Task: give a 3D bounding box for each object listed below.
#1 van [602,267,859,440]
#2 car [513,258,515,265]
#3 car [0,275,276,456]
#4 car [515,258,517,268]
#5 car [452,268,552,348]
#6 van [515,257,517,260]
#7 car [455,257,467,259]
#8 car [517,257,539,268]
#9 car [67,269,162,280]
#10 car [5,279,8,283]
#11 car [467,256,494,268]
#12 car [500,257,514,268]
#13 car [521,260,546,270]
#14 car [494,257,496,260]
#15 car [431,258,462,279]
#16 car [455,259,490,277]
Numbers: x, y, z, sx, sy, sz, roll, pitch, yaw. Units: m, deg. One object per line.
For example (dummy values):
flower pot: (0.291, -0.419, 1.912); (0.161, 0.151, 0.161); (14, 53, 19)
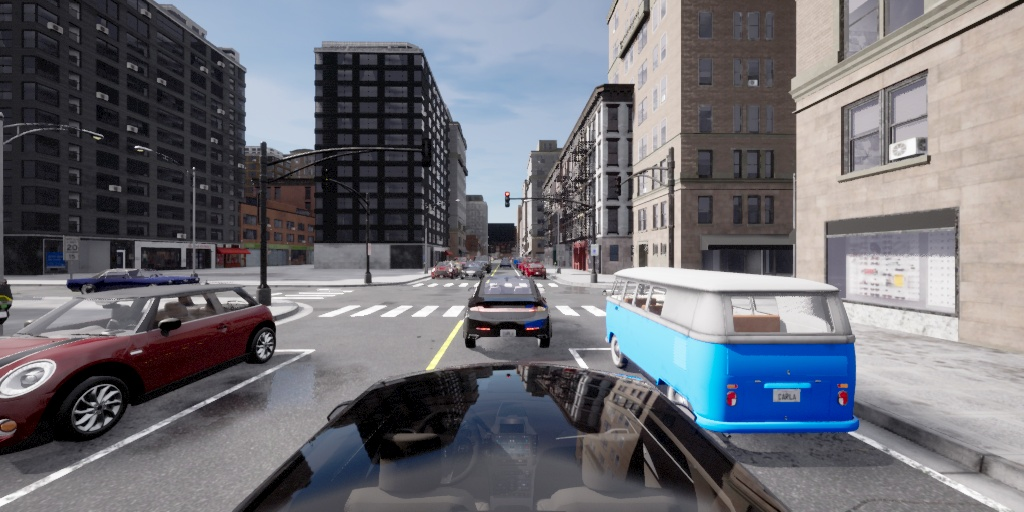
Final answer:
van: (2.584, 1.091, 5.265); (1.690, 1.789, 3.998); (0, 0, -1)
car: (1.566, 1.312, 59.184); (1.948, 1.339, 4.313); (0, 0, -1)
car: (-5.440, 1.190, 5.114); (1.967, 1.591, 4.097); (0, 0, -1)
car: (1.770, 1.294, 48.367); (1.888, 1.381, 4.507); (0, 0, -1)
car: (-0.126, 1.242, 9.200); (2.128, 1.511, 4.902); (0, 0, -1)
van: (1.668, 1.089, 53.776); (1.690, 1.789, 3.998); (0, 0, -1)
car: (-6.151, 1.065, 42.806); (2.192, 1.841, 5.009); (0, 0, -1)
car: (1.975, 1.065, 37.549); (2.192, 1.841, 5.009); (0, 0, -1)
car: (-17.814, 1.263, 17.114); (4.718, 1.301, 1.895); (0, 0, -1)
car: (-27.473, 1.155, 16.927); (5.357, 1.411, 2.033); (0, 0, -1)
car: (-3.586, 0.972, 41.801); (2.150, 2.045, 5.566); (0, 0, 0)
car: (-1.131, 1.309, 62.301); (1.994, 1.385, 4.181); (0, 0, -1)
car: (2.077, 1.295, 32.141); (1.888, 1.381, 4.507); (0, 0, -1)
car: (-3.782, 1.296, 52.203); (2.033, 1.411, 5.357); (0, 0, -1)
car: (-5.947, 1.190, 31.990); (1.967, 1.591, 4.097); (0, 0, -1)
car: (-3.395, 1.242, 31.638); (2.128, 1.511, 4.902); (0, 0, -1)
